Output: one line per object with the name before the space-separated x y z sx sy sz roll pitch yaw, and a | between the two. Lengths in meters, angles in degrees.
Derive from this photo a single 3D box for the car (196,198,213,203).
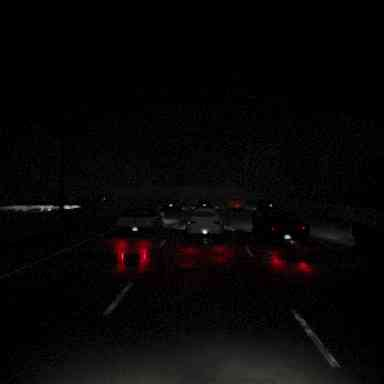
car | 1.356 1.350 36.618 1.994 1.385 4.181 0 1 2

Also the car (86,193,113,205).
car | -12.489 0.941 46.238 2.097 1.767 4.553 0 1 2

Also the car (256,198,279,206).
car | 8.372 1.366 36.944 1.994 1.385 4.181 0 1 2

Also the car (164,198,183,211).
car | -2.141 1.338 36.756 1.994 1.385 4.181 0 1 2

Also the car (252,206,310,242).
car | 4.143 1.592 16.331 1.895 1.301 4.718 0 0 2

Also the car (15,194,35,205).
car | -22.967 1.042 46.875 2.128 1.511 4.902 0 1 2

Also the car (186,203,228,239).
car | 0.660 1.502 17.019 1.812 1.442 4.674 0 0 2

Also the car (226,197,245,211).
car | 4.904 1.255 37.888 1.882 1.535 5.008 0 1 2

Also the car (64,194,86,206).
car | -15.977 1.066 46.616 2.128 1.511 4.902 0 1 2

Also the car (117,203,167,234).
car | -2.772 1.556 18.870 1.895 1.301 4.718 0 0 2

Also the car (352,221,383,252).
car | 7.483 1.622 11.672 1.895 1.301 4.718 0 0 2

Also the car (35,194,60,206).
car | -19.474 1.054 46.749 2.128 1.511 4.902 0 1 2
